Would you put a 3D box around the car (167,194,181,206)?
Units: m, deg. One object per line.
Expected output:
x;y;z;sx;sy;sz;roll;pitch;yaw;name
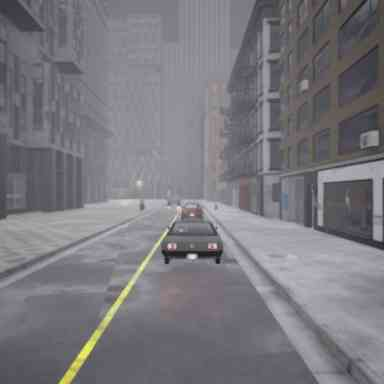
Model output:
-3.078;1.440;58.246;2.150;2.045;5.566;0;0;1;car

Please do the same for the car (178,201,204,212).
0.033;1.626;28.378;1.812;1.442;4.674;0;0;1;car

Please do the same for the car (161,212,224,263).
0.028;1.637;12.063;1.895;1.301;4.718;0;0;0;car
